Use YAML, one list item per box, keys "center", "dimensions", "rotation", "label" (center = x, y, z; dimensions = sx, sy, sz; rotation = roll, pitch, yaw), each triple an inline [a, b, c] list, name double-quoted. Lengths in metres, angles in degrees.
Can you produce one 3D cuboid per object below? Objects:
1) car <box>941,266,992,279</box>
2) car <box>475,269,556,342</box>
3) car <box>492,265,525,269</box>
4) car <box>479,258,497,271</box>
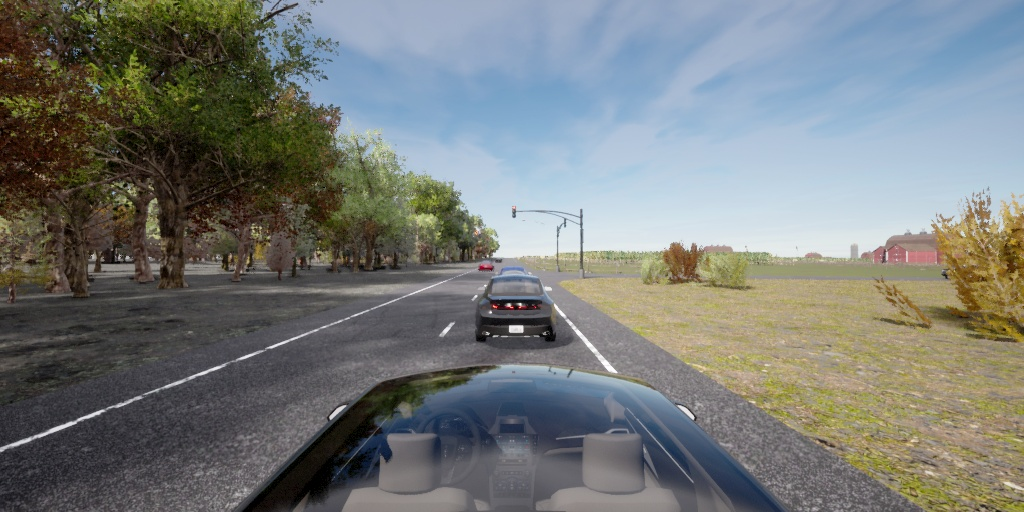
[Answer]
- center: [48.434, 1.768, 37.793]
  dimensions: [4.902, 1.511, 2.128]
  rotation: [1, -1, 0]
  label: "car"
- center: [0.081, 1.257, 9.793]
  dimensions: [1.837, 1.490, 4.892]
  rotation: [0, 0, 0]
  label: "car"
- center: [0.076, 1.280, 19.042]
  dimensions: [1.812, 1.442, 4.674]
  rotation: [0, 0, 0]
  label: "car"
- center: [-3.511, 1.320, 50.089]
  dimensions: [1.994, 1.385, 4.181]
  rotation: [0, 0, 0]
  label: "car"
